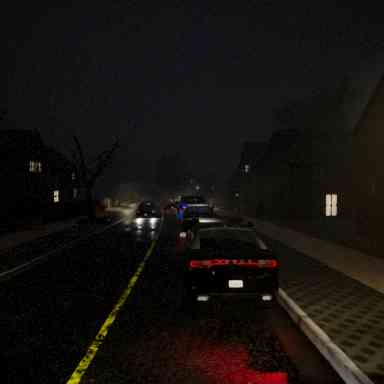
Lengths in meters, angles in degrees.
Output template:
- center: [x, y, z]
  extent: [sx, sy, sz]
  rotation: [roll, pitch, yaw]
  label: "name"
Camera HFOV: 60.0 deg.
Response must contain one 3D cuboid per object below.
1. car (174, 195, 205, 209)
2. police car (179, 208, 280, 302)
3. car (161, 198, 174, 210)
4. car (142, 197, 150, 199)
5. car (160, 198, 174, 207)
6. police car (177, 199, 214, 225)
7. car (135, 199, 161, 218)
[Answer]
- center: [-0.014, 1.264, 24.484]
  extent: [2.150, 2.045, 5.566]
  rotation: [0, 0, -4]
  label: "car"
- center: [0.713, 1.426, 8.476]
  extent: [1.930, 1.638, 5.238]
  rotation: [0, 0, -1]
  label: "police car"
- center: [-2.812, 1.742, 45.619]
  extent: [1.895, 1.301, 4.718]
  rotation: [0, 0, -7]
  label: "car"
- center: [-11.462, 1.966, 82.347]
  extent: [1.882, 1.535, 5.008]
  rotation: [0, -1, -10]
  label: "car"
- center: [-4.314, 1.783, 56.734]
  extent: [1.994, 1.385, 4.181]
  rotation: [0, 0, -9]
  label: "car"
- center: [0.334, 1.445, 18.534]
  extent: [1.930, 1.638, 5.238]
  rotation: [0, 0, -3]
  label: "police car"
- center: [-4.258, 1.628, 31.566]
  extent: [2.033, 1.411, 5.357]
  rotation: [0, 0, -5]
  label: "car"
